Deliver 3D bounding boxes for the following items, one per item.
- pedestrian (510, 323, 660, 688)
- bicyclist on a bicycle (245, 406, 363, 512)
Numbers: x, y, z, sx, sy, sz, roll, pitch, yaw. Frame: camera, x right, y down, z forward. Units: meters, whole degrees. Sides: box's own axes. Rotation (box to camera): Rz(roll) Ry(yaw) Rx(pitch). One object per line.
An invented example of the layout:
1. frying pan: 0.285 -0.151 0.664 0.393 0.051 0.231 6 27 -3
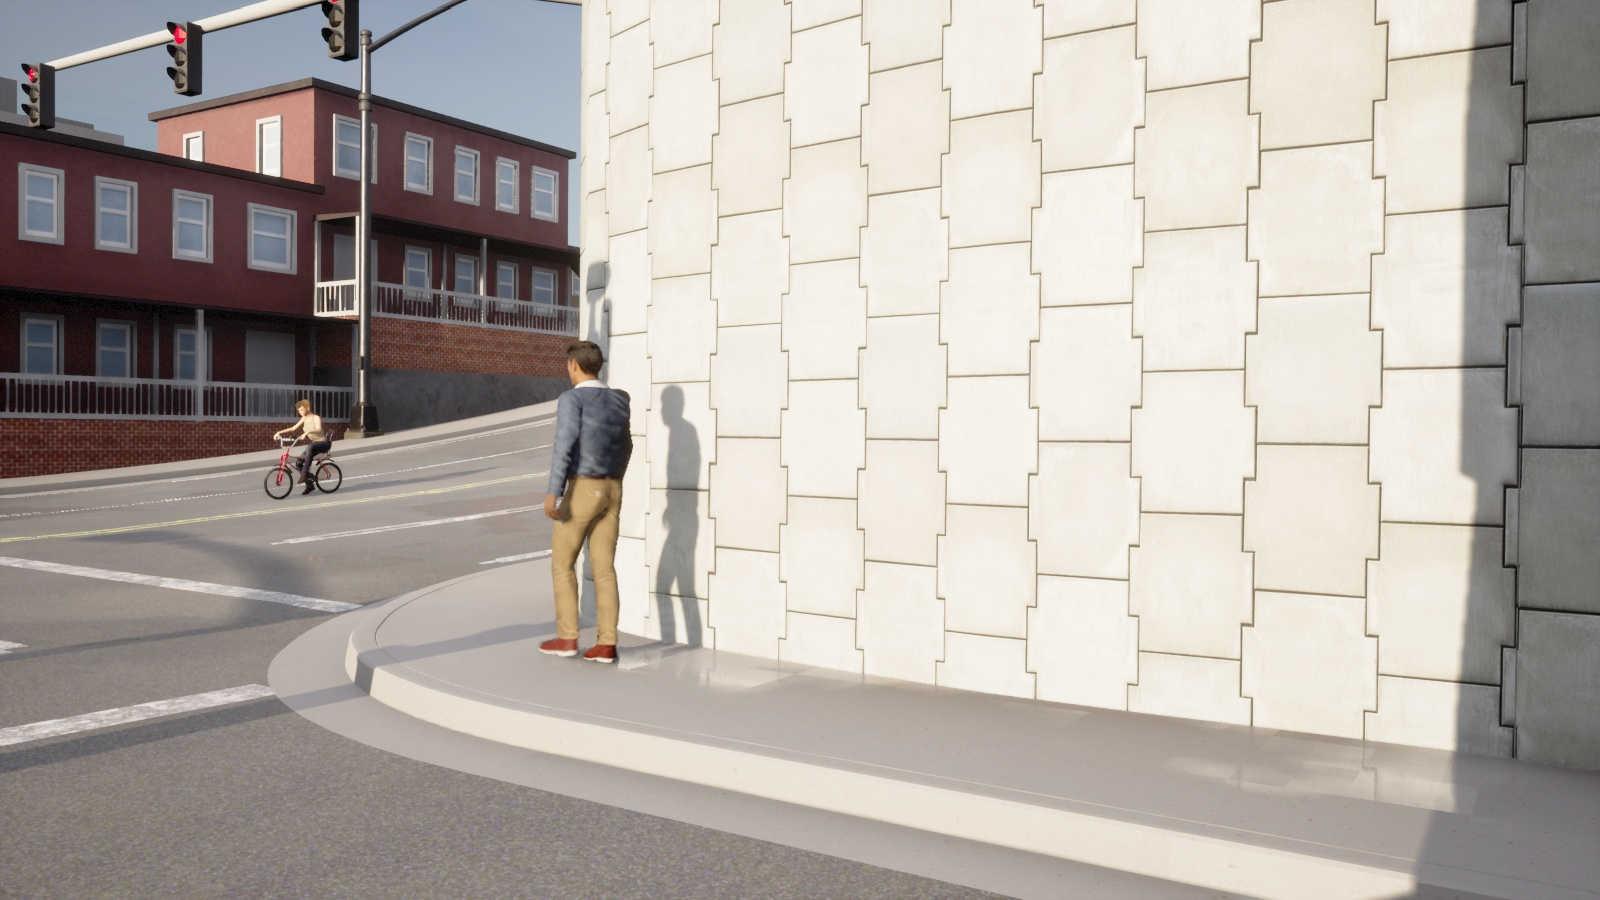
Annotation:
1. pedestrian: -1.224 0.293 7.128 0.788 1.949 0.423 0 1 43
2. bicyclist on a bicycle: -8.249 0.120 20.942 0.866 1.612 1.509 0 5 33
